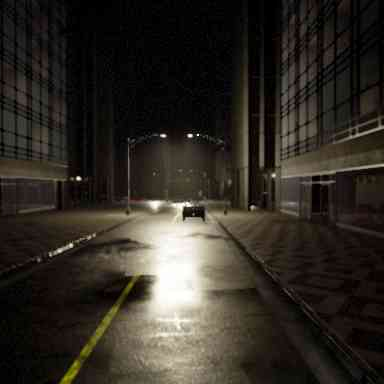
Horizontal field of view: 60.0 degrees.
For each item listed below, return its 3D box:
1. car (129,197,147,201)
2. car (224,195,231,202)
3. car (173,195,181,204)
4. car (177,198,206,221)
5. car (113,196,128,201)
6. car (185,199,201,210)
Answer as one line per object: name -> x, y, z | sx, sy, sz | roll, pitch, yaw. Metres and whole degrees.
car -> -14.794, 1.959, 92.514 | 4.507, 1.381, 1.887 | 0, 0, 0
car -> 12.248, 1.855, 92.555 | 5.009, 1.841, 2.192 | 0, 0, 0
car -> -2.907, 1.846, 70.567 | 1.895, 1.301, 4.718 | 0, 0, 0
car -> 0.137, 1.566, 28.089 | 2.128, 1.511, 4.902 | 0, 0, 0
car -> -20.319, 1.941, 92.504 | 4.403, 1.369, 2.008 | 0, 0, 0
car -> 0.160, 1.688, 45.568 | 2.033, 1.411, 5.357 | 0, 0, 0
